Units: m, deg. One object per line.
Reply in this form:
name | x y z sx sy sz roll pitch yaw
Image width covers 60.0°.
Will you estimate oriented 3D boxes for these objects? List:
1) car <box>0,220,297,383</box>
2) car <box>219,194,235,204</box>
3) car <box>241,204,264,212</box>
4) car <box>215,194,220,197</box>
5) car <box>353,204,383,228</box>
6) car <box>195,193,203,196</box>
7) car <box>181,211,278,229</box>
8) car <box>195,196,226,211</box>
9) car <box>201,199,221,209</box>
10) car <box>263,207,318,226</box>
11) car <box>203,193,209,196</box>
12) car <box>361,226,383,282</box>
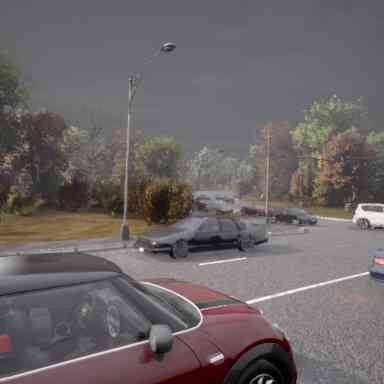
car | -1.145 1.354 2.929 4.553 1.767 2.097 0 0 -36
car | 7.540 1.572 69.288 1.837 1.490 4.892 2 3 -7
car | 7.745 2.202 39.836 1.882 1.535 5.008 3 -1 -21
car | 6.466 1.180 79.493 1.994 1.385 4.181 2 2 -1
car | 14.888 1.936 24.779 2.150 2.045 5.566 3 -2 -28
car | 0.269 1.098 69.261 2.097 1.767 4.553 2 2 -8
car | 0.534 1.615 12.754 5.357 1.411 2.033 1 -1 -32
car | 2.347 1.829 44.499 2.097 1.767 4.553 3 0 -18
car | 3.006 1.957 54.560 1.895 1.301 4.718 2 1 -14
car | 8.759 2.105 29.021 1.837 1.490 4.892 3 -2 -25
car | 3.011 1.058 78.414 2.128 1.511 4.902 2 2 -1
car | 6.612 1.665 8.480 5.357 1.411 2.033 2 -1 -36
